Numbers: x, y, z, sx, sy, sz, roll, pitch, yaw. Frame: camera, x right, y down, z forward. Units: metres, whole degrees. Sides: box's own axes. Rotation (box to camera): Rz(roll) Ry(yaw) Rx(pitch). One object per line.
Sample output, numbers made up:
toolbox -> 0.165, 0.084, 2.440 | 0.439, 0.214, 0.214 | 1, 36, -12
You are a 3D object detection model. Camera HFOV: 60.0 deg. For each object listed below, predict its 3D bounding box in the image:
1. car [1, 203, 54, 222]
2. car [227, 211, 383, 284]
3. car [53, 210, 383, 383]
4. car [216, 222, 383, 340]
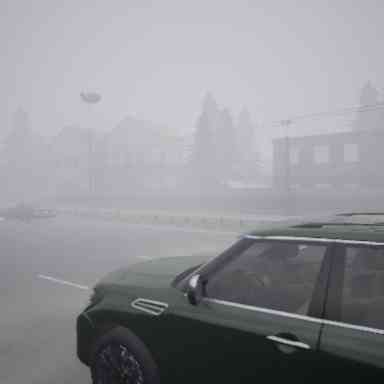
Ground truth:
car -> -12.850, 1.555, 26.061 | 5.357, 1.411, 2.033 | 0, 0, 36
car -> 3.705, 1.479, 9.948 | 5.008, 1.535, 1.882 | 0, 0, 36
car -> 1.340, 1.222, 3.036 | 5.566, 2.045, 2.150 | 0, 0, 36
car -> 3.014, 1.506, 6.140 | 4.892, 1.490, 1.837 | 0, 0, 36
